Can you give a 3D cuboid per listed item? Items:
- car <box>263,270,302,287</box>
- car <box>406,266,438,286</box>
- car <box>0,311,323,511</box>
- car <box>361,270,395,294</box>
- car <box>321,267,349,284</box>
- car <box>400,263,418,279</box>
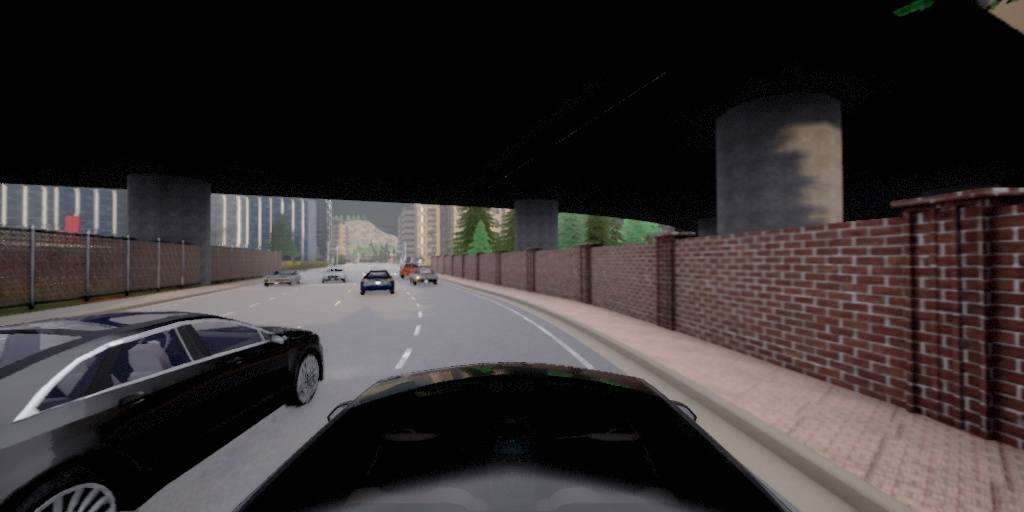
[{"bbox_3d":[-18.476,1.766,29.008,1.895,1.301,4.718,0,-1,-21],"label":"car"},{"bbox_3d":[-7.503,1.723,30.209,1.895,1.301,4.718,0,-1,-21],"label":"car"},{"bbox_3d":[-3.591,1.280,3.395,2.128,1.511,4.902,0,-1,-4],"label":"car"},{"bbox_3d":[-8.684,1.611,23.266,1.994,1.385,4.181,0,-1,-20],"label":"car"},{"bbox_3d":[-16.283,1.727,33.113,1.812,1.442,4.674,0,-1,-21],"label":"car"},{"bbox_3d":[-11.865,1.630,41.724,2.097,1.767,4.553,0,-1,-21],"label":"car"}]
